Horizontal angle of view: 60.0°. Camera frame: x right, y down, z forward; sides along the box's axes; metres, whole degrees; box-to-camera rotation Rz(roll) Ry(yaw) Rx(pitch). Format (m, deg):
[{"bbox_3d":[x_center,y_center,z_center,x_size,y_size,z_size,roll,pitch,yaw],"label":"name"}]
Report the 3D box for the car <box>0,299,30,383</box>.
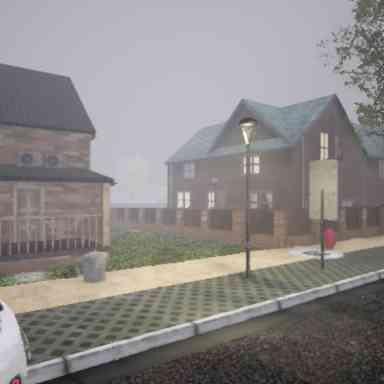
[{"bbox_3d":[-3.364,1.211,0.714,5.566,2.045,2.150,0,0,-36],"label":"car"}]
